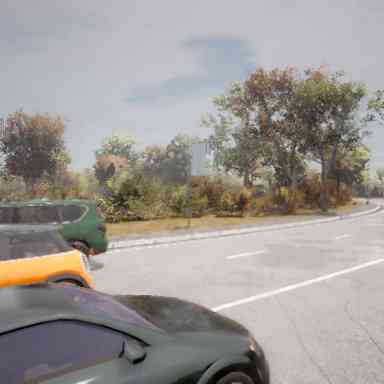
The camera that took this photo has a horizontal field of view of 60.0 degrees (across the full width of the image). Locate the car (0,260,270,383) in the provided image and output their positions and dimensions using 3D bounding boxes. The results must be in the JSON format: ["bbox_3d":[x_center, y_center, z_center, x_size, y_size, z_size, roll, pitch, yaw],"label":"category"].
[{"bbox_3d":[-1.256,1.570,2.933,4.181,1.385,1.994,0,0,-36],"label":"car"}]

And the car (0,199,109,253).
[{"bbox_3d":[-5.077,1.240,9.041,5.566,2.045,2.150,0,0,-36],"label":"car"}]

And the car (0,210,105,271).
[{"bbox_3d":[-4.074,1.366,5.485,4.553,1.767,2.097,0,0,-36],"label":"car"}]
